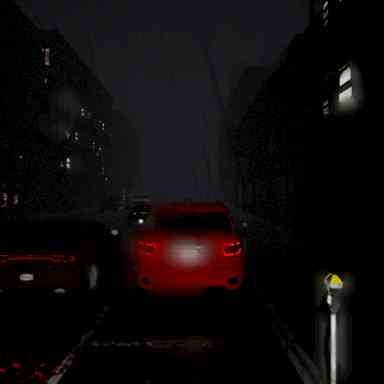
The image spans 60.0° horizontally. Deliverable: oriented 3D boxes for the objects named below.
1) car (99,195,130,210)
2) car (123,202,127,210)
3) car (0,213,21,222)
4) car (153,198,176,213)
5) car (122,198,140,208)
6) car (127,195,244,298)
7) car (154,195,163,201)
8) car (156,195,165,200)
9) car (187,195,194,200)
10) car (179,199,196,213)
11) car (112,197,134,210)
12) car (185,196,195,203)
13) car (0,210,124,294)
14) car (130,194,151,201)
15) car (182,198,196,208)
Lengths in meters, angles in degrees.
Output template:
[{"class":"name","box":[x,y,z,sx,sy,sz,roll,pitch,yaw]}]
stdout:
[{"class":"car","box":[-8.833,1.314,37.157,2.192,1.841,5.009,0,0,0]},{"class":"car","box":[-3.078,1.505,22.568,1.837,1.490,4.892,0,0,0]},{"class":"car","box":[-8.835,1.583,14.612,1.802,1.307,4.206,0,0,0]},{"class":"car","box":[-3.078,1.492,37.893,2.128,1.511,4.902,0,0,0]},{"class":"car","box":[-8.834,1.543,48.430,1.887,1.381,4.507,0,0,0]},{"class":"car","box":[-0.038,1.229,8.679,2.150,2.045,5.566,0,0,0]},{"class":"car","box":[-8.834,1.541,87.882,2.008,1.369,4.403,0,0,0]},{"class":"car","box":[-8.834,1.539,93.519,2.008,1.369,4.403,0,0,0]},{"class":"car","box":[-0.452,1.513,93.685,1.752,1.417,4.829,0,0,0]},{"class":"car","box":[-0.454,1.525,37.323,1.752,1.417,4.829,0,0,0]},{"class":"car","box":[-8.834,1.439,42.793,1.967,1.590,4.097,0,0,0]},{"class":"car","box":[-0.453,1.545,70.970,2.008,1.369,4.403,0,0,0]},{"class":"car","box":[-3.146,1.478,8.827,1.882,1.535,5.008,0,0,0]},{"class":"car","box":[-6.209,1.223,41.535,2.150,2.045,5.566,0,0,0]},{"class":"car","box":[-0.454,1.543,48.426,1.887,1.381,4.507,0,0,0]}]
